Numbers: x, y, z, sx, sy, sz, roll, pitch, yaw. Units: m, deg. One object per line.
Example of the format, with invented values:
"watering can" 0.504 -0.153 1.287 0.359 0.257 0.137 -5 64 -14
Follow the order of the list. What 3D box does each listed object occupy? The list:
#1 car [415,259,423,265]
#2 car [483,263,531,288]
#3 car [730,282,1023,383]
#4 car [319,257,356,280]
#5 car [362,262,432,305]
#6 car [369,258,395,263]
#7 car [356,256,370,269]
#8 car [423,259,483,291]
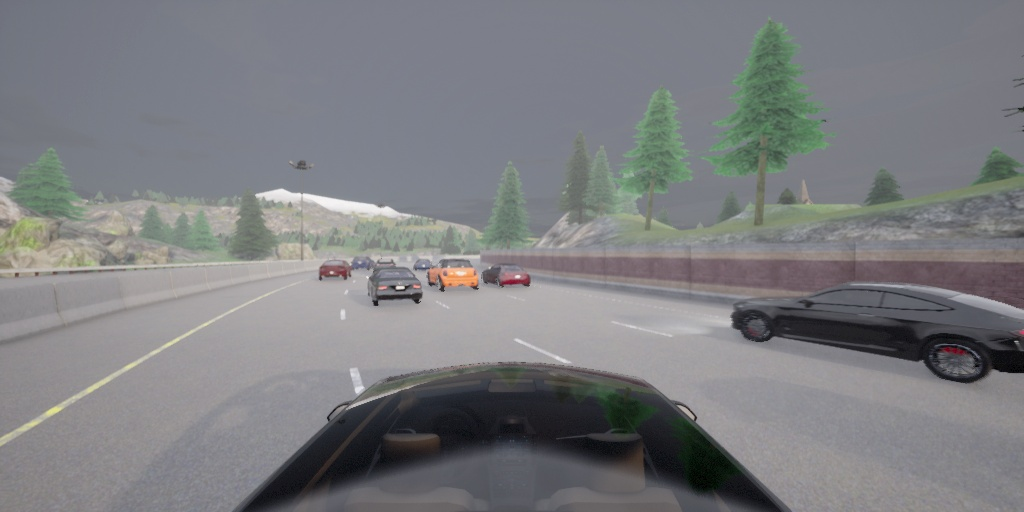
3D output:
"car" -9.889 0.988 40.165 1.994 1.385 4.181 0 0 -14
"car" -0.451 1.141 22.386 1.994 1.385 4.181 0 1 -23
"car" 6.963 1.232 7.095 1.812 1.442 4.674 0 1 -30
"car" -13.658 1.004 27.936 1.882 1.535 5.008 0 1 -19
"car" -5.101 1.181 15.341 2.033 1.411 5.357 0 0 -24
"car" -11.715 0.972 33.402 2.128 1.511 4.902 0 0 -17
"car" -17.524 0.758 42.287 2.097 1.767 4.553 0 1 -13
"car" -3.500 0.942 20.607 2.097 1.767 4.553 0 1 -23
